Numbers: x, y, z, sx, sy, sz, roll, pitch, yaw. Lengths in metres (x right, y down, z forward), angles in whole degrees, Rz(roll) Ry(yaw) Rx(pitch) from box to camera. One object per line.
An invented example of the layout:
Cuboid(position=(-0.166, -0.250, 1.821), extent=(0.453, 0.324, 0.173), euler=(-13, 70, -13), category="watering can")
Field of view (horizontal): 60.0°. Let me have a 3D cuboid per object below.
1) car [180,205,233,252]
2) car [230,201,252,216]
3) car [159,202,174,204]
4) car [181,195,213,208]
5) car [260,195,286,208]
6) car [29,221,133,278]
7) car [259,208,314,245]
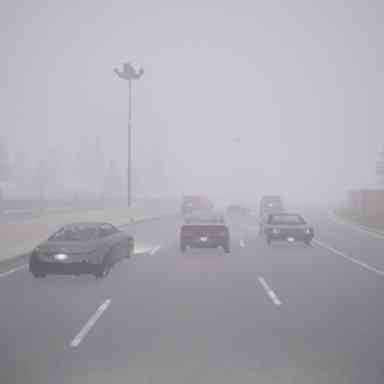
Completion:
Cuboid(position=(0.640, 1.525, 14.241), extent=(1.882, 1.535, 5.008), euler=(0, 0, 5), category="car")
Cuboid(position=(4.824, 1.640, 34.336), extent=(1.812, 1.442, 4.674), euler=(0, 0, 18), category="car")
Cuboid(position=(-3.114, 1.664, 52.280), extent=(2.128, 1.511, 4.902), euler=(0, 0, 27), category="car")
Cuboid(position=(0.573, 1.329, 32.482), extent=(2.150, 2.045, 5.566), euler=(0, 0, 16), category="car")
Cuboid(position=(7.881, 1.330, 32.525), extent=(2.150, 2.045, 5.566), euler=(0, 0, 17), category="car")
Cuboid(position=(-3.163, 1.598, 10.317), extent=(1.994, 1.385, 4.181), euler=(0, 0, 3), category="car")
Cuboid(position=(4.281, 1.654, 15.813), extent=(1.895, 1.301, 4.718), euler=(0, 0, 6), category="car")
